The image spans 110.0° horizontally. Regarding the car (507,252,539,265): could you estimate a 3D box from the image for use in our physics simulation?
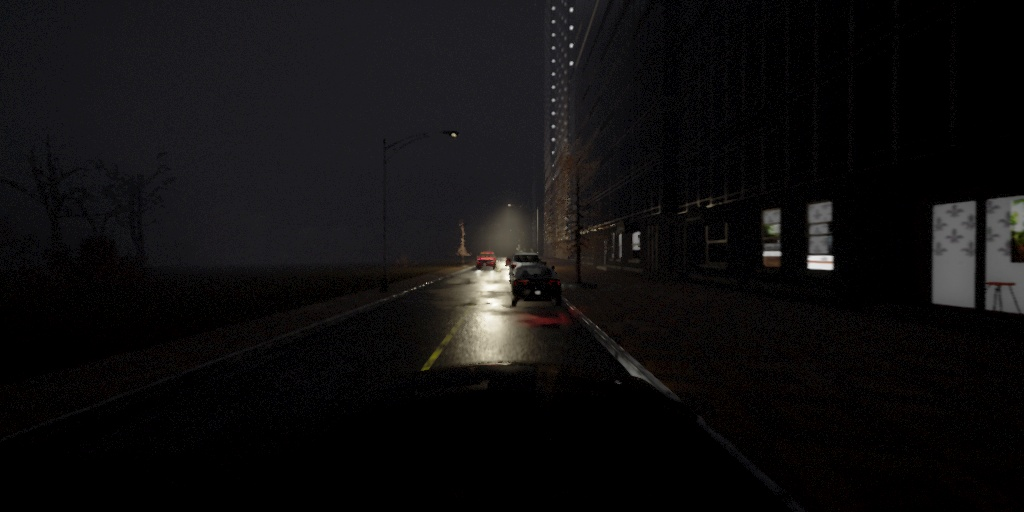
[{"bbox_3d":[0.899,0.734,24.953,2.150,2.045,5.566,0,1,0],"label":"car"}]

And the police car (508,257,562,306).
[{"bbox_3d":[0.899,1.037,15.034,1.930,1.638,5.238,0,1,0],"label":"police car"}]

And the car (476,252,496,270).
[{"bbox_3d":[-3.066,0.539,43.550,2.150,2.045,5.566,0,0,0],"label":"car"}]

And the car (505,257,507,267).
[{"bbox_3d":[0.011,0.707,51.705,1.882,1.535,5.008,0,1,0],"label":"car"}]
